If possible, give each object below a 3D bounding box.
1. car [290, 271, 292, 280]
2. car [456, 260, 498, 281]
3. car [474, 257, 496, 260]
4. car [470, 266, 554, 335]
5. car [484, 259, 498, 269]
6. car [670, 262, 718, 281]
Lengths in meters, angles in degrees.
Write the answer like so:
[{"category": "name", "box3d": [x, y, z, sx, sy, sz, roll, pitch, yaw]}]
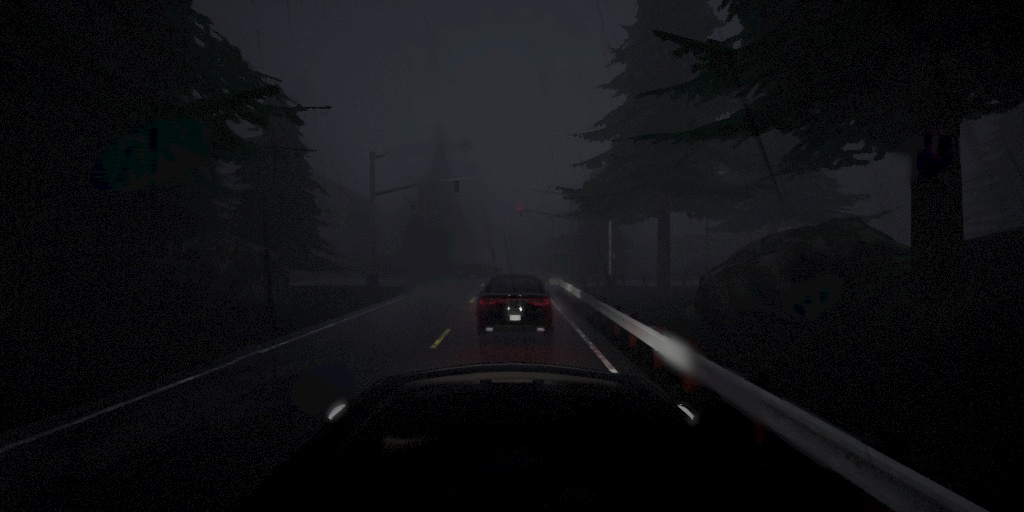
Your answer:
[{"category": "car", "box3d": [-18.914, 1.212, 26.329, 5.008, 1.535, 1.882, 0, 0, 1]}, {"category": "car", "box3d": [-2.535, 1.307, 29.465, 4.181, 1.385, 1.994, 0, 0, -42]}, {"category": "car", "box3d": [-3.352, 1.228, 45.124, 1.882, 1.535, 5.008, 0, 0, 0]}, {"category": "car", "box3d": [0.103, 1.228, 10.494, 1.882, 1.535, 5.008, 0, 0, 1]}, {"category": "car", "box3d": [-3.276, 1.227, 57.723, 1.882, 1.535, 5.008, 0, 0, 1]}, {"category": "car", "box3d": [15.235, 1.226, 29.610, 4.902, 1.511, 2.128, 0, 0, 0]}]
